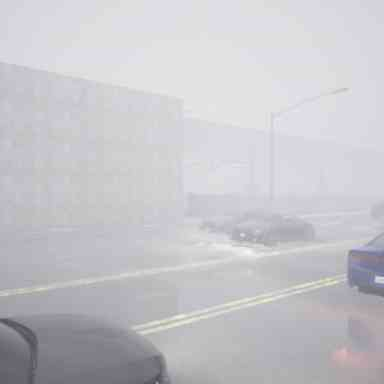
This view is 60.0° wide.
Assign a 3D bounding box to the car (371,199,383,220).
[{"bbox_3d":[18.395,1.457,30.017,5.566,2.045,2.150,1,0,-36],"label":"car"}]

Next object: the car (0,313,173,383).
[{"bbox_3d":[-2.391,1.498,2.040,4.892,1.490,1.837,1,0,-36],"label":"car"}]

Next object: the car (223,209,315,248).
[{"bbox_3d":[3.766,1.650,15.279,4.181,1.385,1.994,1,0,-36],"label":"car"}]

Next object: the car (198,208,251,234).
[{"bbox_3d":[2.958,1.644,19.001,5.357,1.411,2.033,1,0,-36],"label":"car"}]

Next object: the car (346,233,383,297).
[{"bbox_3d":[5.630,1.543,7.764,5.008,1.535,1.882,1,0,-36],"label":"car"}]
